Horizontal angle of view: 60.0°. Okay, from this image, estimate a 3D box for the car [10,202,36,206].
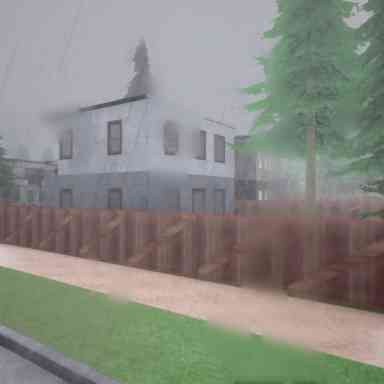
[{"bbox_3d":[-15.351,1.582,29.329,1.895,1.301,4.718,0,0,28],"label":"car"}]
